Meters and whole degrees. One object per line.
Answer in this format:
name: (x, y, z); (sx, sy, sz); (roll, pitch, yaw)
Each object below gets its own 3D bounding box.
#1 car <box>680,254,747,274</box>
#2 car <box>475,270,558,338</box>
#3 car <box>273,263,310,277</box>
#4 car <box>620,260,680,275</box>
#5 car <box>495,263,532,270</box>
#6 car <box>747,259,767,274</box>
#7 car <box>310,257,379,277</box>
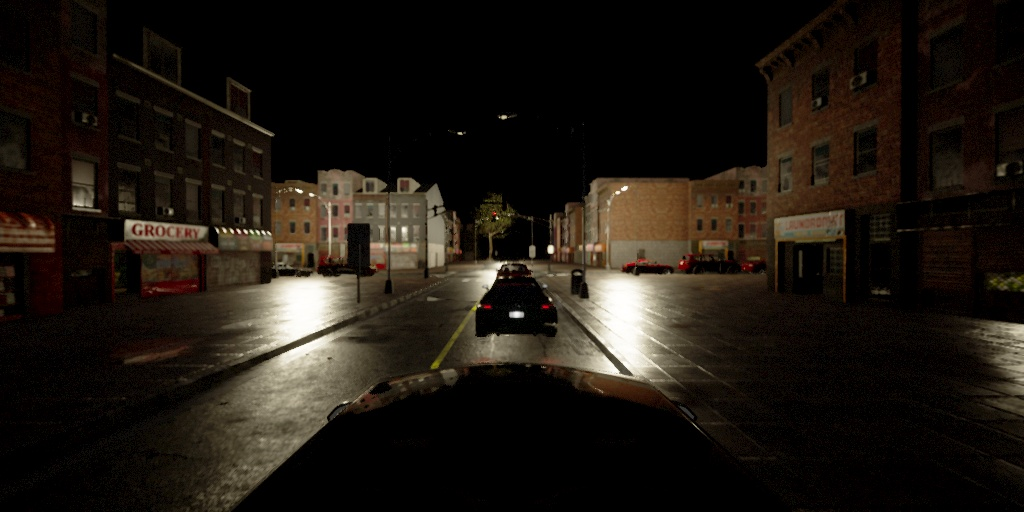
car: (17.368, 0.739, 31.720); (5.009, 1.841, 2.192); (0, 0, 0)
car: (0.098, 1.258, 9.970); (1.994, 1.385, 4.181); (0, 0, 0)
car: (-19.900, 1.265, 31.636); (4.313, 1.339, 1.948); (0, 0, 0)
car: (11.935, 1.008, 31.708); (4.507, 1.381, 1.888); (0, 0, 0)
car: (0.093, 1.111, 19.582); (1.882, 1.535, 5.008); (0, 0, 0)
car: (22.802, 0.932, 31.733); (4.507, 1.381, 1.888); (0, 0, 0)
car: (-14.474, 0.972, 31.649); (5.009, 1.841, 2.192); (0, 0, 0)
